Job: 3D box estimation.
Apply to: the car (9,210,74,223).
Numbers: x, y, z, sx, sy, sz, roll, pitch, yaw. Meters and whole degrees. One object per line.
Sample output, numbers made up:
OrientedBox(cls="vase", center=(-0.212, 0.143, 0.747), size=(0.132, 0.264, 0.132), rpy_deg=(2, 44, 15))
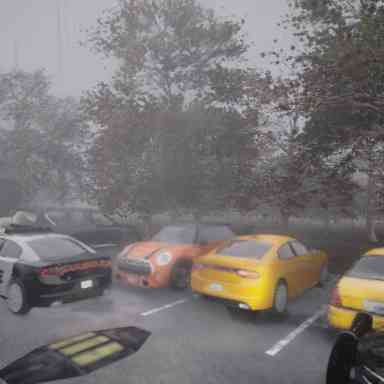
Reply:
OrientedBox(cls="car", center=(-9.152, 1.914, 17.004), size=(1.946, 1.575, 5.366), rpy_deg=(0, -2, 38))

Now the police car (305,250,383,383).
OrientedBox(cls="police car", center=(3.726, 1.573, 2.237), size=(5.238, 1.638, 1.930), rpy_deg=(-1, -3, 38))

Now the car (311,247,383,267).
OrientedBox(cls="car", center=(4.404, 1.817, 6.984), size=(1.946, 1.575, 5.366), rpy_deg=(-1, -3, 38))

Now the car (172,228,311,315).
OrientedBox(cls="car", center=(1.987, 1.850, 8.613), size=(2.097, 1.535, 5.008), rpy_deg=(-1, -3, 38))

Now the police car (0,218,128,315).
OrientedBox(cls="police car", center=(-4.182, 1.689, 8.353), size=(5.238, 1.638, 1.930), rpy_deg=(-1, -3, 38))
